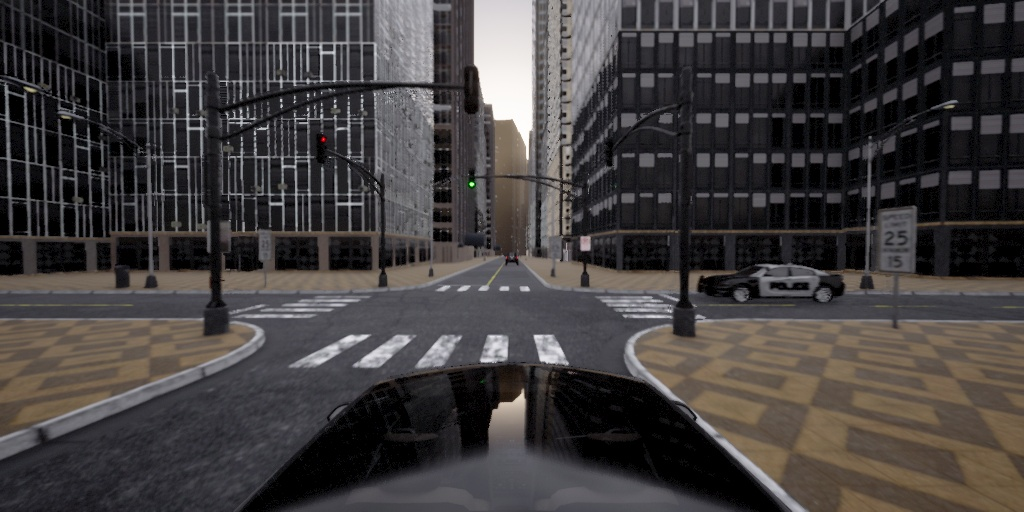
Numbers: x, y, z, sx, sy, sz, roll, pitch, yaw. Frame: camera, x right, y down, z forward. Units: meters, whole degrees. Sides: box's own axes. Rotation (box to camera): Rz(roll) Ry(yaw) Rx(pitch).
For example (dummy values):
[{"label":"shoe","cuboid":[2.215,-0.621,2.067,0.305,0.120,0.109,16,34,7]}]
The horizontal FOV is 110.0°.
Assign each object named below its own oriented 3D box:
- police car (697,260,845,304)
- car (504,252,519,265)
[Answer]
[{"label":"police car","cuboid":[10.476,1.004,14.739,5.238,1.638,1.930,0,1,3]},{"label":"car","cuboid":[-0.012,0.422,57.019,2.150,2.045,5.566,0,1,0]}]
